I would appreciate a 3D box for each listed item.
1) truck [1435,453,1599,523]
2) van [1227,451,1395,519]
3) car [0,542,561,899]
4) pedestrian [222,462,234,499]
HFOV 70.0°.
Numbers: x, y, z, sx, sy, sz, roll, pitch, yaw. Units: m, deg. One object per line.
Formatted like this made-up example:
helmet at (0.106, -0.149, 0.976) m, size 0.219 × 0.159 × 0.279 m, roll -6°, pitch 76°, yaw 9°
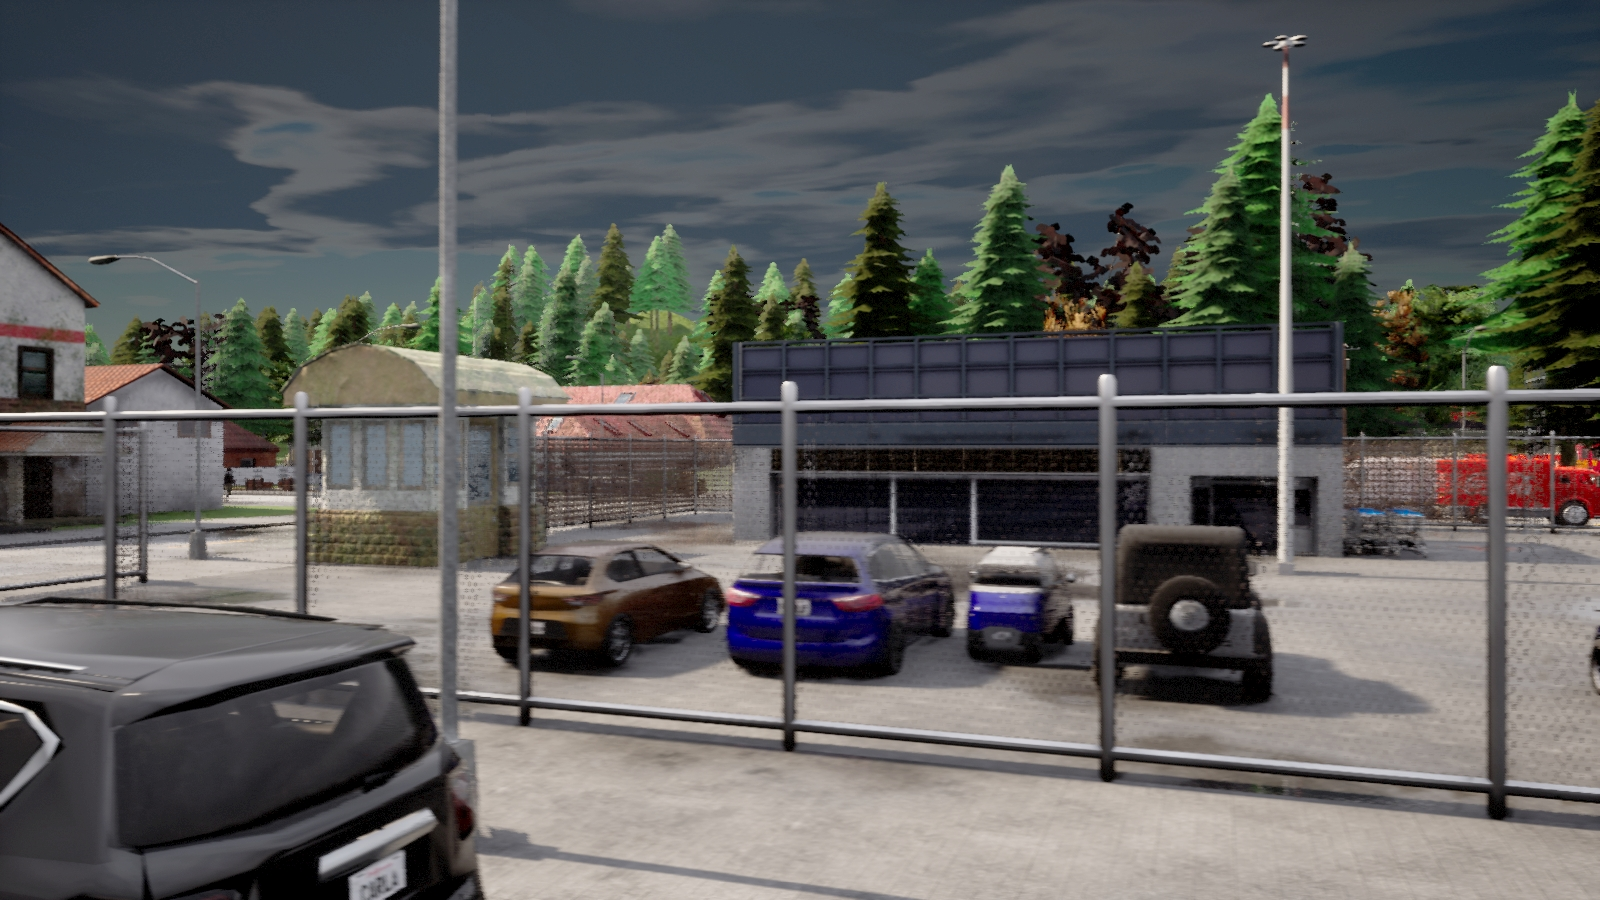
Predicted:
truck at (26.703, 1.348, 42.332) m, size 5.204 × 2.467 × 2.627 m, roll 0°, pitch 0°, yaw 20°
van at (19.910, 1.314, 44.827) m, size 5.915 × 2.561 × 1.988 m, roll 0°, pitch 0°, yaw 20°
car at (-4.115, 1.559, 5.338) m, size 5.566 × 2.045 × 2.150 m, roll 0°, pitch 0°, yaw 20°
pedestrian at (-28.639, 1.524, 57.241) m, size 0.375 × 1.860 × 0.375 m, roll 0°, pitch 0°, yaw 18°
